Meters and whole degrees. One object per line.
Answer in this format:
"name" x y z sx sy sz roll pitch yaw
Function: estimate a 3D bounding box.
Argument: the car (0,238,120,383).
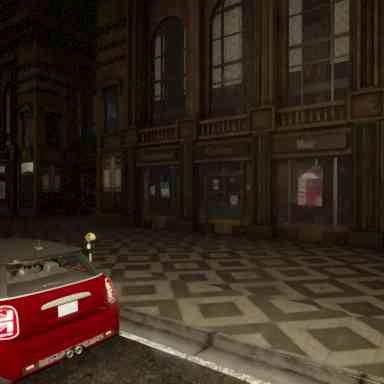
"car" -3.080 1.440 5.165 4.097 1.590 1.967 0 0 36
